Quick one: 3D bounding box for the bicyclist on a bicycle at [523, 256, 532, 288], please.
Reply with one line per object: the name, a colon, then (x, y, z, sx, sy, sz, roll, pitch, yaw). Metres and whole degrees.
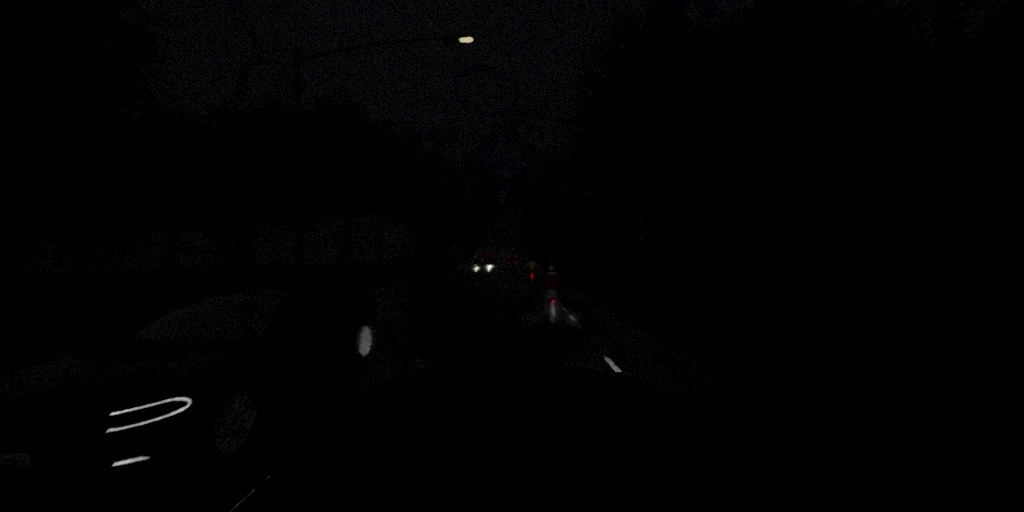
bicyclist on a bicycle: (0.978, 0.822, 17.807, 0.866, 1.612, 1.509, 0, 1, 0)

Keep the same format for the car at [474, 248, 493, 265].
car: (-3.582, 0.001, 45.932, 2.150, 2.045, 5.566, 0, 1, 0)

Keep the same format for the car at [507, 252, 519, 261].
car: (0.100, 0.127, 58.068, 1.895, 1.301, 4.718, 0, 1, 0)

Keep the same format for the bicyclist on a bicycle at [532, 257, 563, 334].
bicyclist on a bicycle: (0.963, 0.953, 9.054, 0.659, 1.776, 1.843, 0, 2, 0)

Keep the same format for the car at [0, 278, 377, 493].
car: (-3.597, 1.150, 5.084, 1.882, 1.535, 5.008, 0, 1, 0)
